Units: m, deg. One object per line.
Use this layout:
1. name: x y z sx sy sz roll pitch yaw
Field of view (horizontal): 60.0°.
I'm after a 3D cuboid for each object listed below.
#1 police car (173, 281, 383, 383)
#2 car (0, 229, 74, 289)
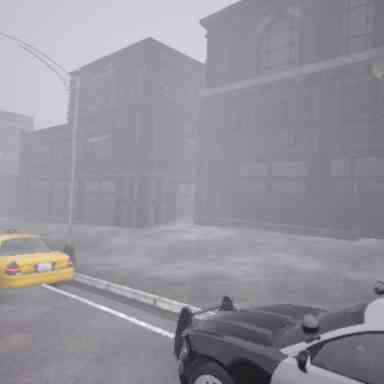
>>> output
1. police car: 1.914 1.603 2.813 1.930 1.638 5.238 4 -4 -45
2. car: -5.472 1.873 9.848 5.366 1.575 1.801 -2 -4 43
